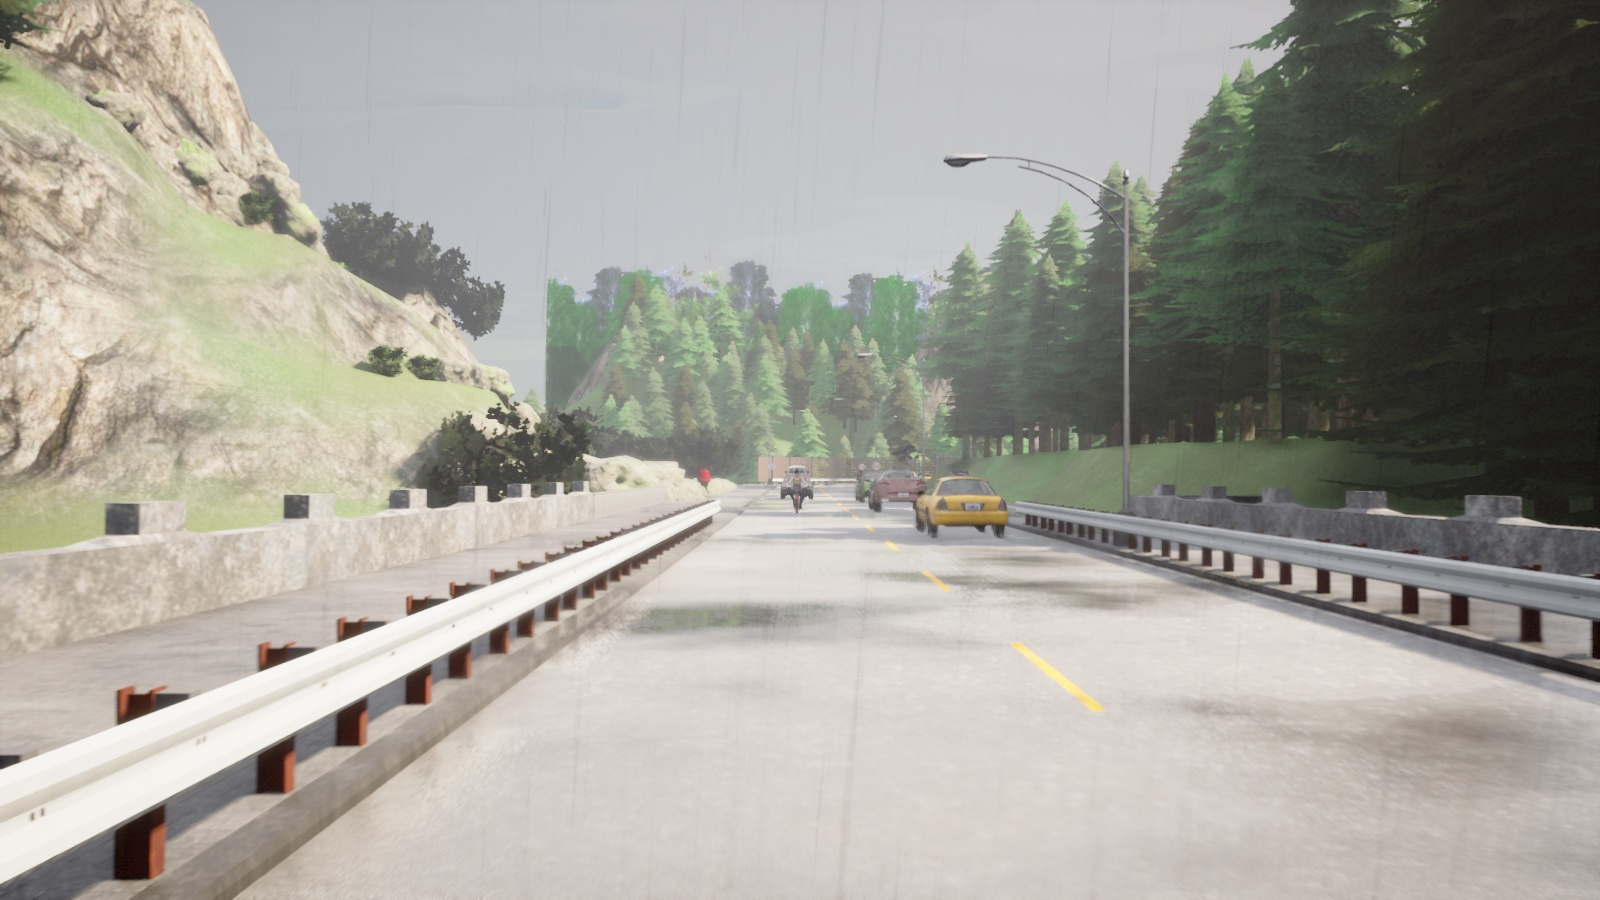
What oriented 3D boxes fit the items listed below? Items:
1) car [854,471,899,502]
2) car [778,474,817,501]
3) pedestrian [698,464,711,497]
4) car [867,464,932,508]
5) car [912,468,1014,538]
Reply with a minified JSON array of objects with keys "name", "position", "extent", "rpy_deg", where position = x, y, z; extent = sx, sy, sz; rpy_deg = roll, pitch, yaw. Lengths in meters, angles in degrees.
[{"name":"car","position":[3.861,1.819,64.101],"extent":[2.007,1.525,4.514],"rpy_deg":[0,-1,0]},{"name":"car","position":[-0.150,2.020,69.143],"extent":[2.033,1.411,5.357],"rpy_deg":[0,-1,0]},{"name":"pedestrian","position":[-5.338,1.722,70.258],"extent":[0.634,1.844,0.899],"rpy_deg":[0,-1,-8]},{"name":"car","position":[3.895,1.413,49.954],"extent":[2.152,1.651,5.027],"rpy_deg":[0,-1,0]},{"name":"car","position":[3.934,1.258,31.172],"extent":[1.801,1.575,5.366],"rpy_deg":[0,-1,0]}]
